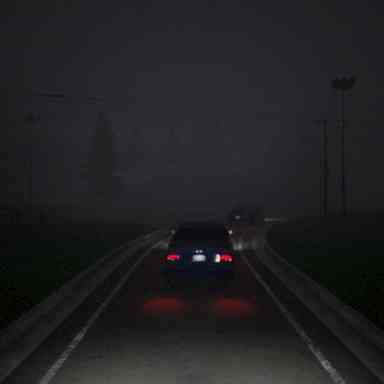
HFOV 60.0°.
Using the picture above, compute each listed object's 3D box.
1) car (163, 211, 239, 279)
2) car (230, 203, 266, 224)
[{"bbox_3d":[0.283,1.549,10.076,2.033,1.411,5.357,0,0,3],"label":"car"},{"bbox_3d":[4.104,1.529,24.781,1.812,1.442,4.674,0,0,25],"label":"car"}]
